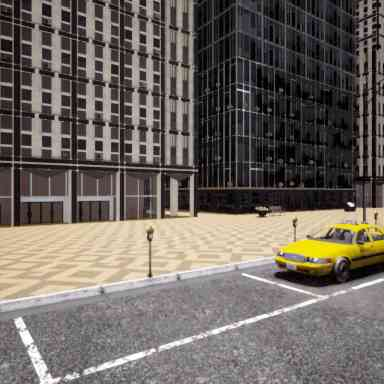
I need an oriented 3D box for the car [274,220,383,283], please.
[{"bbox_3d":[4.444,1.526,9.679,4.829,1.417,1.752,0,0,-35],"label":"car"}]
